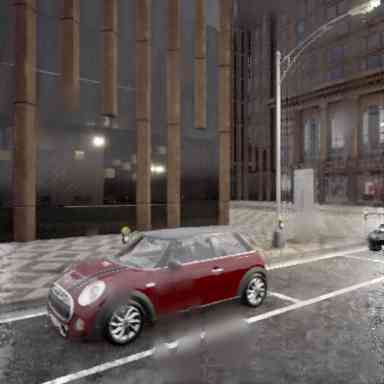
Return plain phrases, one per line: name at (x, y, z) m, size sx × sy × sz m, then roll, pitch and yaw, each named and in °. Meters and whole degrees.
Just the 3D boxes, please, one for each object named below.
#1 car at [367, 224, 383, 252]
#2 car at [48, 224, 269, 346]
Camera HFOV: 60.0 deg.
car at (8.486, 1.564, 12.732) m, size 4.313 × 1.339 × 1.947 m, roll 0°, pitch 0°, yaw -36°
car at (-0.493, 1.449, 6.296) m, size 4.097 × 1.590 × 1.967 m, roll 0°, pitch 0°, yaw -36°
